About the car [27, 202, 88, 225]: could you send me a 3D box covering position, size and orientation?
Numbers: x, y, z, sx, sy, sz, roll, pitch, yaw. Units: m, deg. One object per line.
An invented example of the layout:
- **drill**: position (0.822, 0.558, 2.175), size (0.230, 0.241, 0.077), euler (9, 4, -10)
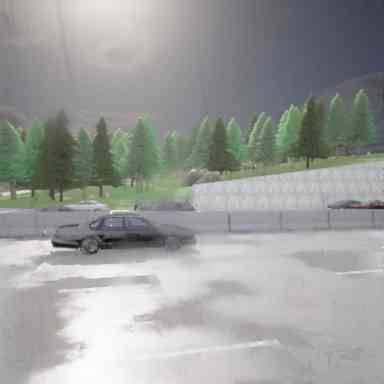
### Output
- **car**: position (-9.390, 1.581, 22.289), size (4.181, 1.385, 1.994), euler (0, 0, -14)

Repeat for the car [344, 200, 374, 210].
- **car**: position (19.920, 1.676, 36.935), size (5.008, 1.535, 1.882), euler (0, 0, -14)

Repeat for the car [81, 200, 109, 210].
- **car**: position (-10.599, 1.567, 32.815), size (4.674, 1.442, 1.812), euler (0, 0, -14)

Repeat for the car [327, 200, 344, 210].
- **car**: position (18.740, 1.707, 40.246), size (4.892, 1.490, 1.837), euler (0, 0, -14)

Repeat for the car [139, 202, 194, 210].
- **car**: position (-2.370, 1.623, 31.289), size (5.357, 1.411, 2.033), euler (0, 0, -14)

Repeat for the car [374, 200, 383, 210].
- **car**: position (19.172, 1.651, 29.524), size (5.008, 1.535, 1.882), euler (1, 0, -14)

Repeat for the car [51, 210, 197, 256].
- **car**: position (-2.557, 1.571, 12.981), size (5.357, 1.411, 2.033), euler (0, 0, -14)
